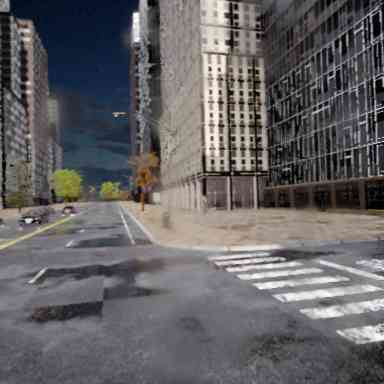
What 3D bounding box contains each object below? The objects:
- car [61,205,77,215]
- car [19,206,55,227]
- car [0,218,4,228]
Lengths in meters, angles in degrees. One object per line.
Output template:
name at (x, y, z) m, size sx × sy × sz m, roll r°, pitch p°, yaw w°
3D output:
car at (-19.869, 2.864, 53.858) m, size 1.812 × 1.442 × 4.674 m, roll -1°, pitch -1°, yaw -13°
car at (-14.729, 2.365, 31.254) m, size 2.128 × 1.511 × 4.902 m, roll -1°, pitch -1°, yaw -13°
car at (-17.122, 2.472, 27.177) m, size 1.895 × 1.301 × 4.718 m, roll -1°, pitch -1°, yaw -13°
